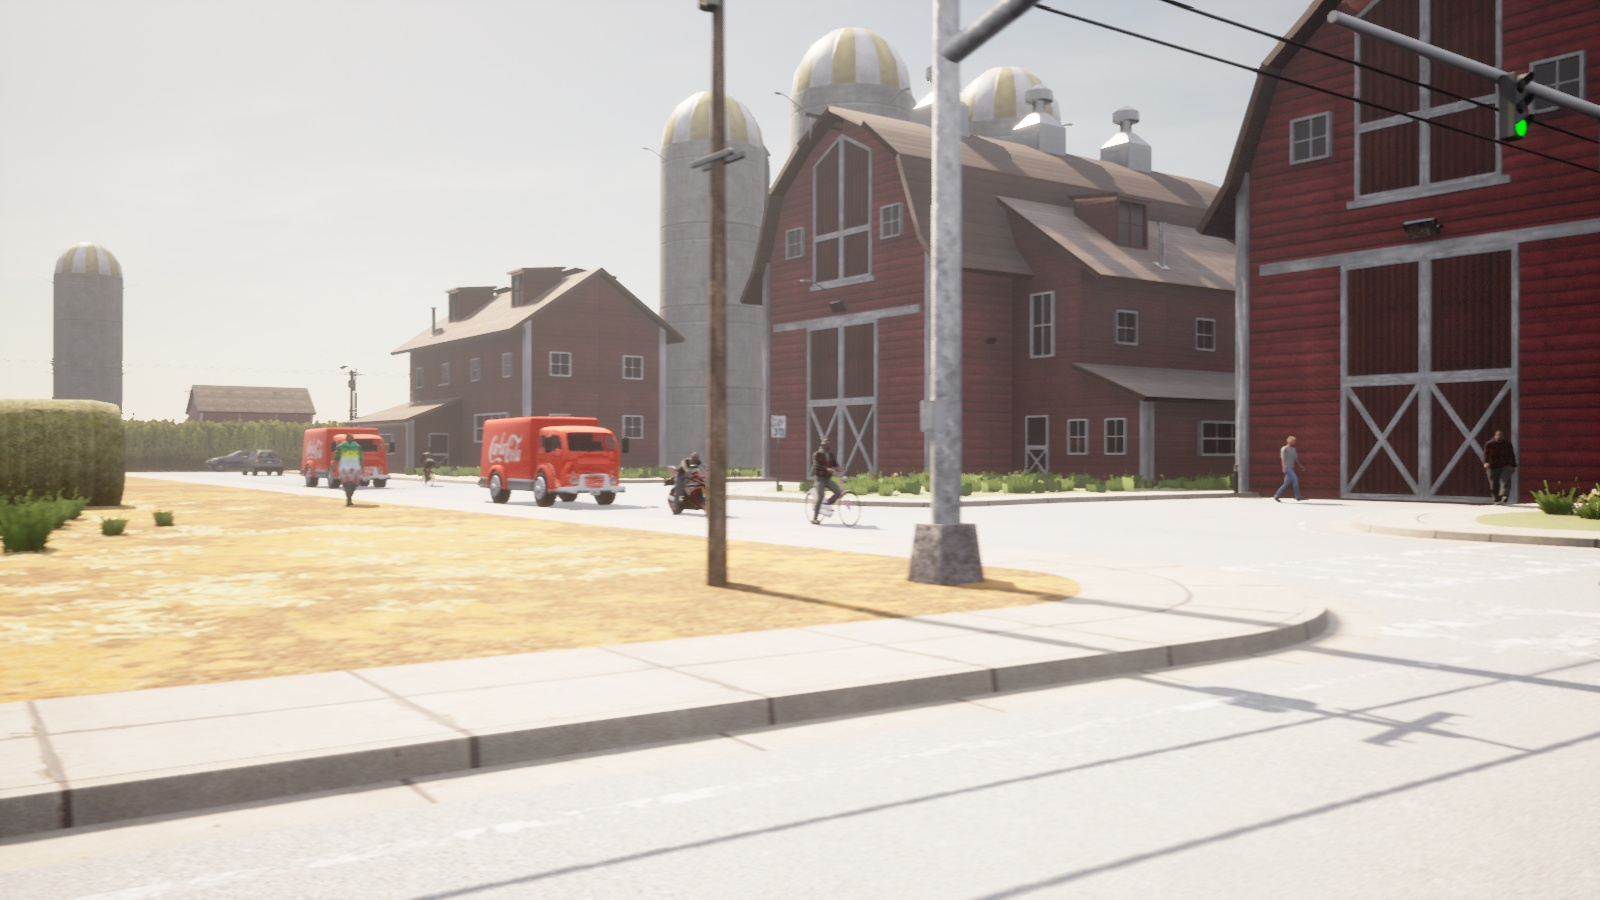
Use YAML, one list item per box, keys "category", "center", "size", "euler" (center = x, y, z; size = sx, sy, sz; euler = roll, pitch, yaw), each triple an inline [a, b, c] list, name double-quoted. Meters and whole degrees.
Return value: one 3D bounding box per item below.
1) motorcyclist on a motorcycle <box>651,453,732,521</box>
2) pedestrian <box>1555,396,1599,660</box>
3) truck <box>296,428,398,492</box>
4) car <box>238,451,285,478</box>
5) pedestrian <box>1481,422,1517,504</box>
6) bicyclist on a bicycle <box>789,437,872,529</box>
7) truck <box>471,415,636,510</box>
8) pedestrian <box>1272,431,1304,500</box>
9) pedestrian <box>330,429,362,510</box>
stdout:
- category: "motorcyclist on a motorcycle"
  center: [-2.557, 0.827, 29.379]
  size: [0.866, 1.530, 2.191]
  euler: [0, 0, -36]
- category: "pedestrian"
  center: [5.846, 0.545, 8.866]
  size: [0.540, 1.848, 0.694]
  euler: [0, 0, -27]
- category: "truck"
  center: [-18.692, 0.394, 51.687]
  size: [2.627, 2.467, 5.204]
  euler: [0, 0, -36]
- category: "car"
  center: [-33.608, 0.875, 78.283]
  size: [1.851, 1.617, 3.988]
  euler: [0, 0, -36]
- category: "pedestrian"
  center: [15.913, 0.288, 28.600]
  size: [0.634, 1.844, 0.899]
  euler: [0, 0, 24]
- category: "bicyclist on a bicycle"
  center: [0.593, 0.640, 25.021]
  size: [0.659, 1.776, 1.843]
  euler: [0, -1, -36]
- category: "truck"
  center: [-7.086, 0.331, 35.637]
  size: [2.627, 2.467, 5.204]
  euler: [0, 0, -36]
- category: "pedestrian"
  center: [13.148, 0.408, 33.817]
  size: [0.354, 1.836, 0.706]
  euler: [0, 0, -38]
- category: "pedestrian"
  center: [-11.111, 0.468, 30.718]
  size: [0.659, 1.952, 0.873]
  euler: [0, 0, -25]
